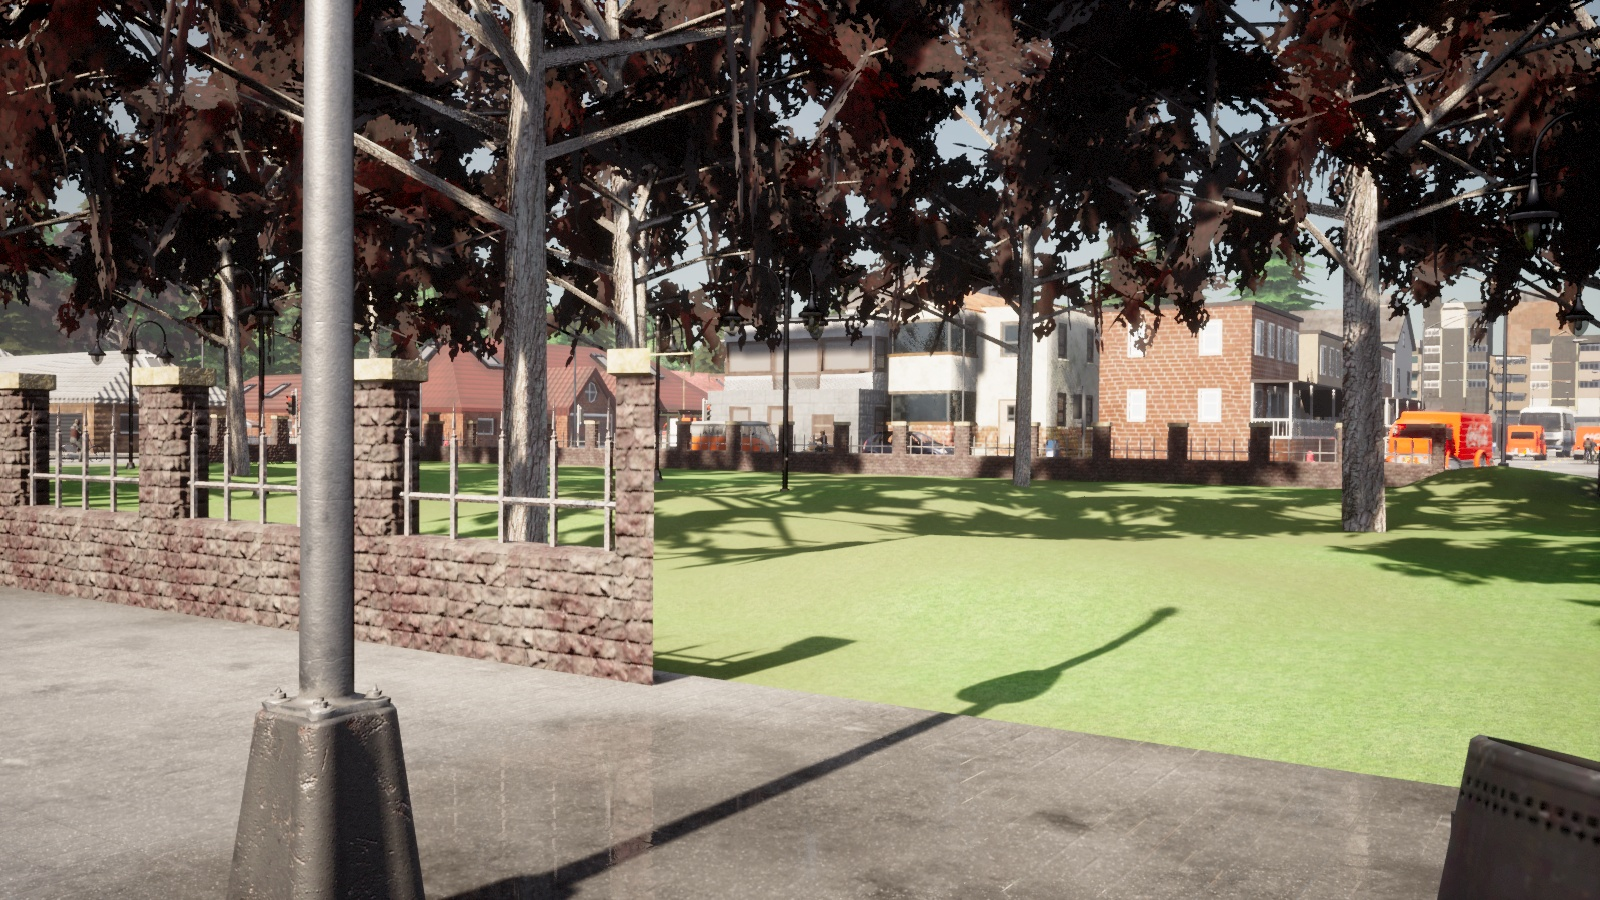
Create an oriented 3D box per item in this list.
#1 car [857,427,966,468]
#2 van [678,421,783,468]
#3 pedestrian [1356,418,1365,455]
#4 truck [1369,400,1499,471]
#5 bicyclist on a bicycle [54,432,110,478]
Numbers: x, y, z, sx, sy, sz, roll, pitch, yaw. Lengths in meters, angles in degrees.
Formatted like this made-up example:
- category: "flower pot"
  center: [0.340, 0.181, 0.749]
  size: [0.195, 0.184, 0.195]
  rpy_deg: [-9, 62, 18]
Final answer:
- category: "car"
  center: [4.492, -0.104, 50.719]
  size: [3.988, 1.617, 1.851]
  rpy_deg: [0, 1, 32]
- category: "van"
  center: [-3.100, -0.249, 55.745]
  size: [4.442, 1.987, 1.775]
  rpy_deg: [0, 1, 31]
- category: "pedestrian"
  center: [28.179, -0.676, 63.105]
  size: [0.331, 1.846, 0.636]
  rpy_deg: [0, 1, 31]
- category: "truck"
  center: [23.505, -0.608, 46.469]
  size: [5.204, 2.467, 2.627]
  rpy_deg: [-2, 3, -44]
- category: "bicyclist on a bicycle"
  center: [-28.707, 0.176, 50.233]
  size: [0.659, 1.776, 1.843]
  rpy_deg: [0, 1, 32]
